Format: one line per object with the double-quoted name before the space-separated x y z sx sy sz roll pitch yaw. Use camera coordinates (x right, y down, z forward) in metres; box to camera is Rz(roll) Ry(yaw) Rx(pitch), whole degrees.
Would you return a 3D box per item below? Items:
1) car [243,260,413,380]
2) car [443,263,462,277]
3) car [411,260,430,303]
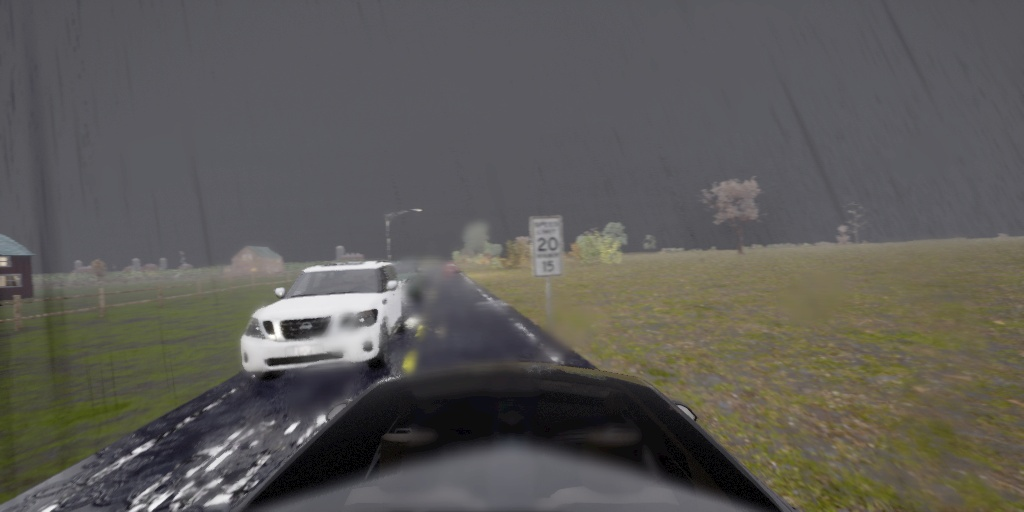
"car" -3.795 1.163 8.381 2.150 2.045 5.566 -3 0 -11
"car" -7.040 1.612 42.299 1.812 1.442 4.674 -3 0 -10
"car" -5.672 1.252 18.577 2.150 2.045 5.566 -3 0 -10
